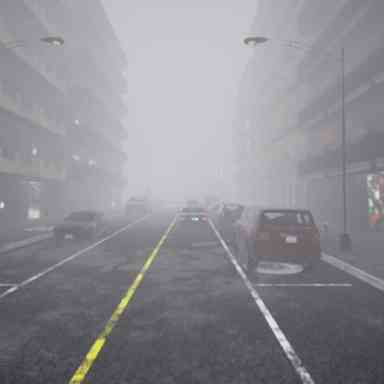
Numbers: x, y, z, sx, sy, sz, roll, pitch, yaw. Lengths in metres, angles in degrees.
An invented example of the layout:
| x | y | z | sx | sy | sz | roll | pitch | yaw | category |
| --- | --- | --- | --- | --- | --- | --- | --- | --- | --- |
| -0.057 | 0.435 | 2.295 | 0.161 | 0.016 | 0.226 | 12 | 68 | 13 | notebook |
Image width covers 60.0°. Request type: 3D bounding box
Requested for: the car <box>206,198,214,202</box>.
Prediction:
| x | y | z | sx | sy | sz | roll | pitch | yaw | category |
| --- | --- | --- | --- | --- | --- | --- | --- | --- | --- |
| 2.542 | 1.594 | 33.070 | 1.802 | 1.307 | 4.206 | 1 | 0 | 0 | car |

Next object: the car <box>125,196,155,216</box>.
| x | y | z | sx | sy | sz | roll | pitch | yaw | category |
| --- | --- | --- | --- | --- | --- | --- | --- | --- | --- |
| -5.298 | 1.327 | 33.124 | 2.192 | 1.841 | 5.009 | 1 | 0 | 0 | car |

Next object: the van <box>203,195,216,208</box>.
| x | y | z | sx | sy | sz | roll | pitch | yaw | category |
| --- | --- | --- | --- | --- | --- | --- | --- | --- | --- |
| 2.543 | 1.385 | 49.665 | 1.690 | 1.788 | 3.998 | 1 | 0 | 0 | van |

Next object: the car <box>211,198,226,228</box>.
| x | y | z | sx | sy | sz | roll | pitch | yaw | category |
| --- | --- | --- | --- | --- | --- | --- | --- | --- | --- |
| 2.547 | 1.441 | 22.007 | 1.967 | 1.590 | 4.097 | 1 | 0 | 0 | car |

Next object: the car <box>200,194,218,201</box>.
| x | y | z | sx | sy | sz | roll | pitch | yaw | category |
| --- | --- | --- | --- | --- | --- | --- | --- | --- | --- |
| 2.545 | 1.347 | 44.133 | 2.192 | 1.841 | 5.009 | 1 | 0 | 0 | car |

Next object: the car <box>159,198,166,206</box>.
| x | y | z | sx | sy | sz | roll | pitch | yaw | category |
| --- | --- | --- | --- | --- | --- | --- | --- | --- | --- |
| -5.309 | 1.641 | 55.249 | 1.802 | 1.307 | 4.206 | 1 | 0 | 0 | car |

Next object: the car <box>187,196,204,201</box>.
| x | y | z | sx | sy | sz | roll | pitch | yaw | category |
| --- | --- | --- | --- | --- | --- | --- | --- | --- | --- |
| 0.094 | 1.527 | 39.663 | 1.837 | 1.490 | 4.892 | 0 | 0 | 0 | car |

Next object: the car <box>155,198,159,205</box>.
| x | y | z | sx | sy | sz | roll | pitch | yaw | category |
| --- | --- | --- | --- | --- | --- | --- | --- | --- | --- |
| -5.305 | 1.566 | 38.655 | 1.887 | 1.381 | 4.507 | 1 | 0 | 0 | car |

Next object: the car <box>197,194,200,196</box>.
| x | y | z | sx | sy | sz | roll | pitch | yaw | category |
| --- | --- | --- | --- | --- | --- | --- | --- | --- | --- |
| 2.569 | 1.477 | 93.376 | 2.192 | 1.841 | 5.009 | 1 | 0 | 0 | car |

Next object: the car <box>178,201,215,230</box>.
| x | y | z | sx | sy | sz | roll | pitch | yaw | category |
| --- | --- | --- | --- | --- | --- | --- | --- | --- | --- |
| 0.093 | 1.547 | 20.921 | 2.033 | 1.411 | 5.357 | 0 | 0 | 0 | car |

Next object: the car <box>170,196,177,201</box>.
| x | y | z | sx | sy | sz | roll | pitch | yaw | category |
| --- | --- | --- | --- | --- | --- | --- | --- | --- | --- |
| -5.316 | 1.728 | 93.329 | 1.947 | 1.339 | 4.313 | 1 | 0 | 0 | car |

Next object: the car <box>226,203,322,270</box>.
| x | y | z | sx | sy | sz | roll | pitch | yaw | category |
| --- | --- | --- | --- | --- | --- | --- | --- | --- | --- |
| 2.553 | 1.312 | 10.944 | 2.192 | 1.841 | 5.009 | 1 | 0 | 0 | car |

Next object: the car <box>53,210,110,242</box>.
| x | y | z | sx | sy | sz | roll | pitch | yaw | category |
| --- | --- | --- | --- | --- | --- | --- | --- | --- | --- |
| -5.300 | 1.564 | 16.534 | 1.947 | 1.339 | 4.313 | 1 | 0 | 0 | car |
